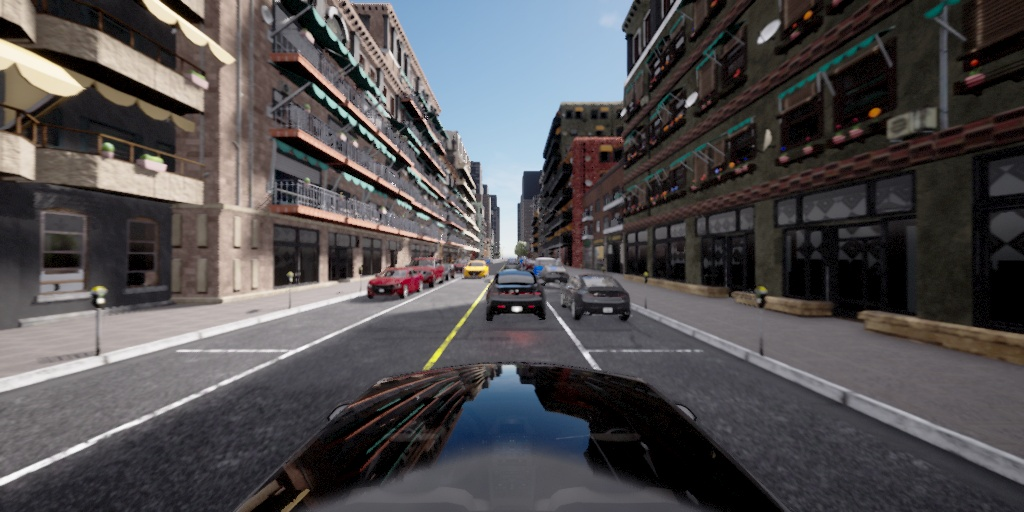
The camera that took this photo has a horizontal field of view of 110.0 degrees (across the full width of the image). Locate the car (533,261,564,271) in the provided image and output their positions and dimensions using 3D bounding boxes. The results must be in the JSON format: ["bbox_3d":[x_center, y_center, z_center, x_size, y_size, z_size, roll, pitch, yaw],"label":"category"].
[{"bbox_3d":[2.681,1.259,23.567,2.007,1.370,4.403,0,0,0],"label":"car"}]

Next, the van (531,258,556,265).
[{"bbox_3d":[2.678,1.041,29.229,1.690,1.789,3.998,0,0,0],"label":"van"}]

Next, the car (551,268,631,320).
[{"bbox_3d":[2.686,1.279,12.237,2.007,1.370,4.403,0,0,0],"label":"car"}]

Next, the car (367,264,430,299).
[{"bbox_3d":[-5.697,1.262,17.899,1.888,1.381,4.507,0,0,0],"label":"car"}]

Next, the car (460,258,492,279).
[{"bbox_3d":[-3.090,1.174,31.839,1.882,1.535,5.008,0,0,0],"label":"car"}]

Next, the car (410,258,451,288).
[{"bbox_3d":[-5.699,1.023,23.564,2.192,1.841,5.009,0,0,0],"label":"car"}]

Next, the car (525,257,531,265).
[{"bbox_3d":[2.672,1.228,46.223,1.888,1.381,4.507,0,0,0],"label":"car"}]

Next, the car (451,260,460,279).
[{"bbox_3d":[-5.702,1.266,29.226,1.948,1.339,4.313,0,0,0],"label":"car"}]

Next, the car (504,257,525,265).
[{"bbox_3d":[0.085,1.178,41.210,2.128,1.511,4.902,0,0,0],"label":"car"}]

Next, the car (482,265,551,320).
[{"bbox_3d":[0.092,1.233,12.547,1.837,1.490,4.892,0,0,-1],"label":"car"}]
